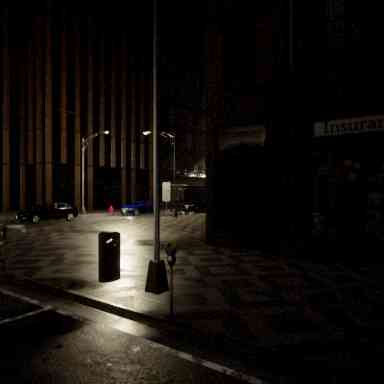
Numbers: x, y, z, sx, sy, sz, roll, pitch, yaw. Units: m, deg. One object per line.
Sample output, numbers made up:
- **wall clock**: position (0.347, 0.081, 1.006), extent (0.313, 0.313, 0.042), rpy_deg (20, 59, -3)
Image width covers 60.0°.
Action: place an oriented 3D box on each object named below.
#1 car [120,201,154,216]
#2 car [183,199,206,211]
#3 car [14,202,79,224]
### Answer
- **car**: position (-5.230, 1.620, 34.169), extent (1.812, 1.442, 4.674), rpy_deg (0, 0, 36)
- **car**: position (0.785, 1.623, 42.648), extent (2.128, 1.511, 4.902), rpy_deg (0, 0, 35)
- **car**: position (-11.162, 1.562, 25.776), extent (1.837, 1.490, 4.892), rpy_deg (0, 0, 35)
